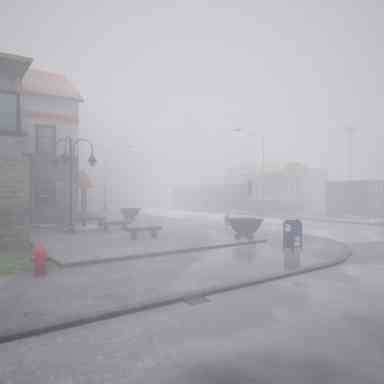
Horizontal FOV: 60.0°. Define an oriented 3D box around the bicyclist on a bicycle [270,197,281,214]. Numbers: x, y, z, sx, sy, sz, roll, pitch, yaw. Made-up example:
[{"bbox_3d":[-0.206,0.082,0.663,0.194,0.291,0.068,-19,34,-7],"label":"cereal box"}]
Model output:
[{"bbox_3d":[8.066,1.349,32.012,1.656,1.620,0.582,0,0,-35],"label":"bicyclist on a bicycle"}]
